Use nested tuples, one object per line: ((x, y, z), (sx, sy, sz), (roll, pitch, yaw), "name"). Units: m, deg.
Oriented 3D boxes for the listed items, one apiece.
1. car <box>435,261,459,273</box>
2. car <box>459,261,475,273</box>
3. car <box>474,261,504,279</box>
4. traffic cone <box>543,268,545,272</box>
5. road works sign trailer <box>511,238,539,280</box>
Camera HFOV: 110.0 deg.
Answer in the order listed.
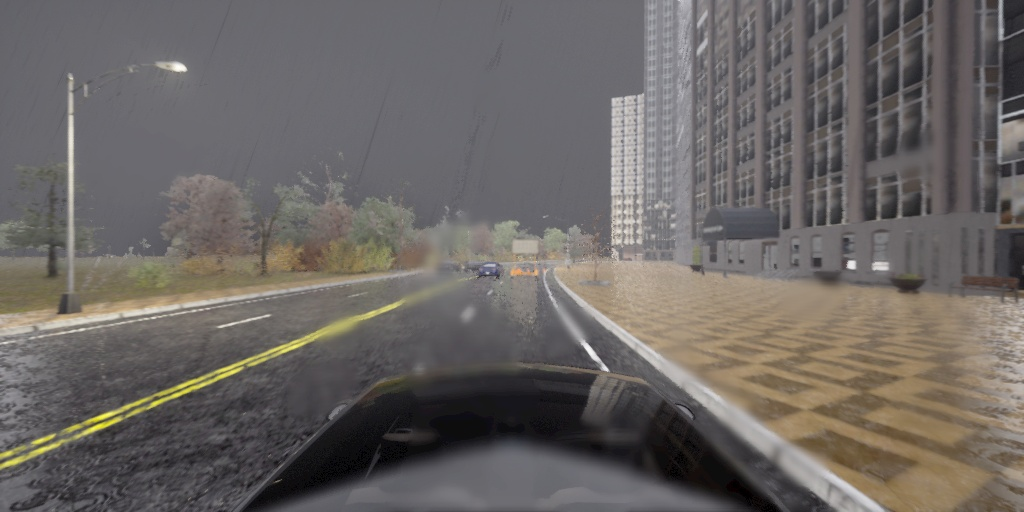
((-7.523, 1.258, 43.152), (2.033, 1.411, 5.357), (0, 0, 7), "car")
((-4.301, 1.275, 42.728), (2.033, 1.411, 5.357), (0, 0, 7), "car")
((-1.864, 1.266, 32.525), (1.812, 1.442, 4.674), (0, 0, 5), "car")
((3.967, 1.725, 44.014), (0.340, 0.580, 0.340), (0, 0, 5), "traffic cone")
((1.130, 0.220, 31.225), (2.380, 3.560, 2.880), (0, 0, 5), "road works sign trailer")
